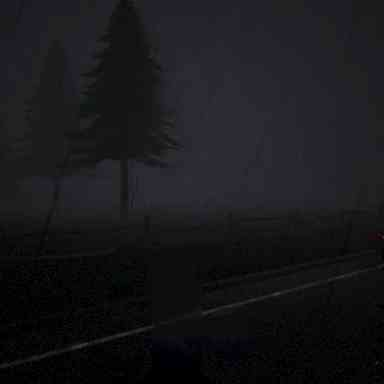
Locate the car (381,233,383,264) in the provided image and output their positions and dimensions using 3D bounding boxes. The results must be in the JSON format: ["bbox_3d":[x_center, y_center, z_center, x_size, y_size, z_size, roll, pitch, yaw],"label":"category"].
[{"bbox_3d":[7.341,1.238,9.015,5.566,2.045,2.150,0,0,-35],"label":"car"}]
